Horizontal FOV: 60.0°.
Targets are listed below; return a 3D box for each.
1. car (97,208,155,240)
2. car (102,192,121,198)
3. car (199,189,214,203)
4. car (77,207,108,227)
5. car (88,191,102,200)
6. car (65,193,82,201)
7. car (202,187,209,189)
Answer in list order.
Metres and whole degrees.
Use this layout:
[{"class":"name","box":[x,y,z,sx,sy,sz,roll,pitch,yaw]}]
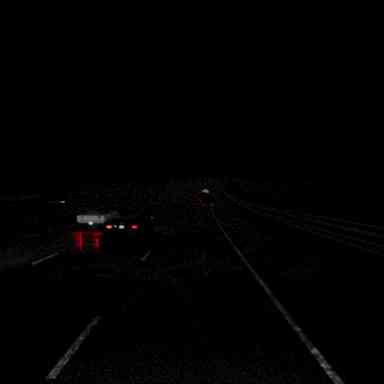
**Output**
[{"class":"car","box":[-3.251,1.697,18.084,2.033,1.411,5.357,0,0,1]},{"class":"car","box":[-15.628,0.857,66.119,1.882,1.535,5.008,0,1,3]},{"class":"car","box":[2.702,0.938,58.217,2.097,1.767,4.553,0,1,3]},{"class":"car","box":[-6.636,1.753,24.216,1.895,1.301,4.718,0,0,1]},{"class":"car","box":[-19.119,0.727,66.351,2.097,1.767,4.553,0,1,3]},{"class":"car","box":[-22.753,0.925,64.005,1.837,1.490,4.892,0,2,3]},{"class":"car","box":[3.860,-0.405,94.664,2.150,2.045,5.566,0,3,5]}]
